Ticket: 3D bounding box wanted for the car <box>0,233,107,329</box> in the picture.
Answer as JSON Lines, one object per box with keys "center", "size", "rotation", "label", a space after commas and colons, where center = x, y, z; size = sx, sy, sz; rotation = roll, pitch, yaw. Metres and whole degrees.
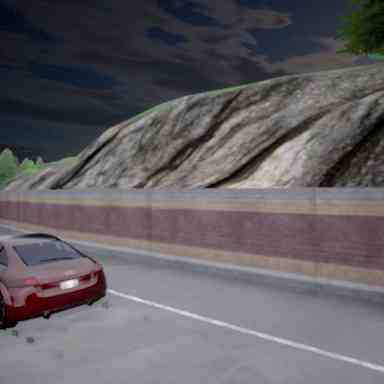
{"center": [-3.695, 1.587, 7.092], "size": [4.181, 1.385, 1.994], "rotation": [0, 0, 39], "label": "car"}
